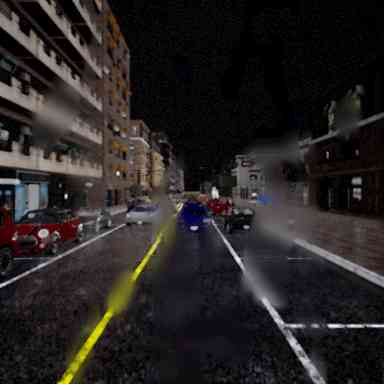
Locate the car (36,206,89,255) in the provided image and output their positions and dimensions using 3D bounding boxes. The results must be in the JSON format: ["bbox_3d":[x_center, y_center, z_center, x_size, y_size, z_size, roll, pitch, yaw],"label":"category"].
[{"bbox_3d":[-5.699,1.389,12.827,1.967,1.590,4.097,0,0,0],"label":"car"}]

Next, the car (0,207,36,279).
[{"bbox_3d":[-5.698,1.286,7.129,2.192,1.841,5.009,0,0,0],"label":"car"}]

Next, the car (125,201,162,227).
[{"bbox_3d":[-3.107,1.515,22.054,1.895,1.301,4.718,0,0,0],"label":"car"}]

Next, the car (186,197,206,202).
[{"bbox_3d":[0.089,1.441,33.012,1.994,1.385,4.181,0,0,0],"label":"car"}]

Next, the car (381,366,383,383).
[{"bbox_3d":[2.685,1.434,1.432,1.967,1.590,4.097,0,0,0],"label":"car"}]

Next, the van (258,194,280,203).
[{"bbox_3d":[14.638,1.200,63.471,3.998,1.788,1.690,0,0,0],"label":"van"}]

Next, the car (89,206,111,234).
[{"bbox_3d":[-5.700,1.478,18.524,2.008,1.369,4.403,0,0,0],"label":"car"}]

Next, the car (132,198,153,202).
[{"bbox_3d":[-5.706,1.436,35.614,1.947,1.339,4.313,0,0,0],"label":"car"}]

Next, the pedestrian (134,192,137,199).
[{"bbox_3d":[-12.654,0.834,74.581,0.375,1.860,0.375,0,0,0],"label":"pedestrian"}]

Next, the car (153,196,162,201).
[{"bbox_3d":[-5.712,1.347,52.534,1.752,1.417,4.829,0,0,0],"label":"car"}]

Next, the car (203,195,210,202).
[{"bbox_3d":[2.672,1.397,41.308,1.887,1.381,4.507,0,0,0],"label":"car"}]

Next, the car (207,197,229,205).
[{"bbox_3d":[2.676,1.432,29.914,1.887,1.381,4.507,0,0,0],"label":"car"}]

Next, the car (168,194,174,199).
[{"bbox_3d":[-5.724,1.285,90.856,2.008,1.369,4.403,0,0,0],"label":"car"}]

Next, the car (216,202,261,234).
[{"bbox_3d":[2.680,1.478,18.522,2.008,1.369,4.403,0,0,0],"label":"car"}]

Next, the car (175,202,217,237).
[{"bbox_3d":[0.094,1.457,17.379,1.812,1.442,4.674,0,0,0],"label":"car"}]

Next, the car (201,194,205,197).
[{"bbox_3d":[2.671,1.361,47.175,1.752,1.417,4.829,0,0,0],"label":"car"}]

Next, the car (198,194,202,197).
[{"bbox_3d":[2.657,1.184,85.173,1.967,1.590,4.097,0,0,0],"label":"car"}]
